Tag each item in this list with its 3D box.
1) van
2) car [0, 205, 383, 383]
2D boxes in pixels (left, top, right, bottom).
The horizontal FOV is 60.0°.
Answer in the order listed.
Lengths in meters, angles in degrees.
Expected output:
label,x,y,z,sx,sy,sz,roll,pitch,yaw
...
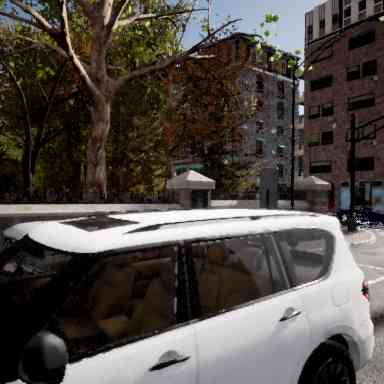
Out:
label,x,y,z,sx,sy,sz,roll,pitch,yaw
van,-1.246,1.342,5.613,3.998,1.788,1.690,0,1,-36
car,-0.641,1.221,2.899,5.566,2.045,2.150,0,0,-35
